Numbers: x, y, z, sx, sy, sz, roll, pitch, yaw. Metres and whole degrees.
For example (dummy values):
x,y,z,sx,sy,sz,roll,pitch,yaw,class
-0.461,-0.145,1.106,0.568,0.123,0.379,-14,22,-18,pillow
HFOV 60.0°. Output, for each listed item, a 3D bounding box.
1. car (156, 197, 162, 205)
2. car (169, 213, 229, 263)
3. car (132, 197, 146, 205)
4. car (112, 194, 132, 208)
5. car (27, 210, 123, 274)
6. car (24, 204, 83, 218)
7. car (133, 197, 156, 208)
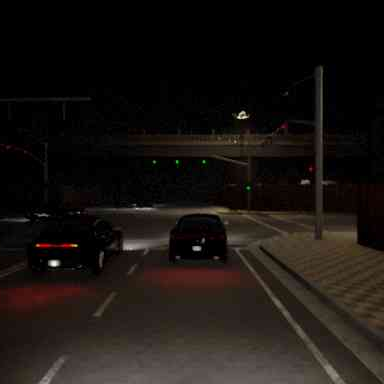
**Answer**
x,y,z,sx,sy,sz,roll,pitch,yaw,class
-7.002,1.721,65.755,1.812,1.442,4.674,0,0,0,car
0.339,1.515,12.285,1.882,1.535,5.008,0,0,5,car
-10.497,1.742,66.441,2.033,1.411,5.357,0,0,0,car
-10.567,1.371,50.521,2.150,2.045,5.566,0,0,0,car
-3.462,1.536,10.662,1.837,1.490,4.892,0,0,-1,car
-10.506,1.599,25.601,5.357,1.411,2.033,0,0,29,car
-7.068,1.713,49.982,1.994,1.385,4.181,0,0,0,car
